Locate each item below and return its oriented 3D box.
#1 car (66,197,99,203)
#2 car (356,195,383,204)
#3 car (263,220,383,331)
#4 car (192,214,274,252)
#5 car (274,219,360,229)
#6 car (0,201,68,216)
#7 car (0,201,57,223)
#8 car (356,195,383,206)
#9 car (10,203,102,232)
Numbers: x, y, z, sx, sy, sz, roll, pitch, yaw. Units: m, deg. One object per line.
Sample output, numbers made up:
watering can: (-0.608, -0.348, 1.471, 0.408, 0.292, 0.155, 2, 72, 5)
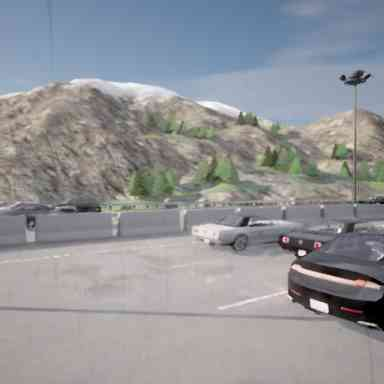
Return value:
car: (-10.688, 1.221, 30.302, 4.553, 1.767, 2.097, 0, 0, -32)
car: (23.373, 1.393, 43.324, 4.718, 1.301, 1.895, 0, 0, -20)
car: (3.920, 1.461, 6.220, 4.902, 1.511, 2.128, 0, 0, -33)
car: (2.449, 1.538, 13.575, 4.718, 1.301, 1.895, 0, 0, -32)
car: (5.230, 1.547, 11.173, 4.718, 1.301, 1.895, 0, 0, -31)
car: (-10.745, 1.471, 21.926, 4.181, 1.385, 1.994, 0, 0, -34)
car: (-12.713, 1.421, 24.823, 4.674, 1.442, 1.812, 0, 0, -34)
car: (26.450, 1.247, 48.115, 5.008, 1.535, 1.882, 0, 0, -19)
car: (-7.849, 1.516, 19.687, 4.718, 1.301, 1.895, 0, 0, -33)
